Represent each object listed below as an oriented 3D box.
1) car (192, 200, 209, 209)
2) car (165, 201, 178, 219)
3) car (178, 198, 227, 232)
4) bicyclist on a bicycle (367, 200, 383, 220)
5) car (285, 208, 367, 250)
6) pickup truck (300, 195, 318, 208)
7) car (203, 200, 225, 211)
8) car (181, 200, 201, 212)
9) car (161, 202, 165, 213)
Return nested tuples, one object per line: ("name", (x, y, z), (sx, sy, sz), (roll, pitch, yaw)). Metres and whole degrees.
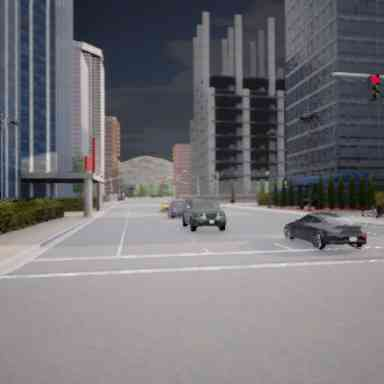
("car", (1.391, 2.176, 59.592), (2.033, 1.411, 5.357), (0, -1, -10))
("car", (-1.171, 1.721, 33.253), (2.097, 1.767, 4.553), (0, -1, -10))
("car", (0.711, 1.461, 22.556), (2.150, 2.045, 5.566), (0, -1, -10))
("bicyclist on a bicycle", (14.712, 1.468, 26.552), (1.656, 1.620, 0.582), (-1, -1, -10))
("car", (5.796, 1.641, 14.876), (1.812, 1.442, 4.674), (0, -1, -8))
("pickup truck", (16.836, 1.432, 47.546), (2.390, 2.098, 6.274), (-1, -1, 21))
("car", (3.195, 1.999, 49.646), (2.128, 1.511, 4.902), (0, -1, -10))
("car", (-0.200, 2.017, 48.746), (2.128, 1.511, 4.902), (0, -1, -10))
("car", (-3.139, 1.983, 44.570), (1.882, 1.535, 5.008), (0, 0, -10))
